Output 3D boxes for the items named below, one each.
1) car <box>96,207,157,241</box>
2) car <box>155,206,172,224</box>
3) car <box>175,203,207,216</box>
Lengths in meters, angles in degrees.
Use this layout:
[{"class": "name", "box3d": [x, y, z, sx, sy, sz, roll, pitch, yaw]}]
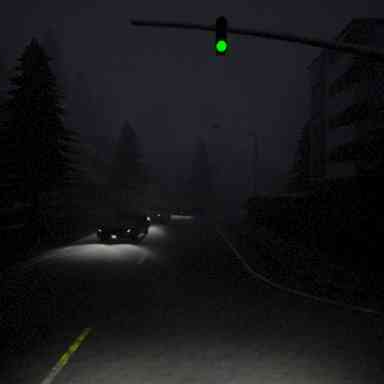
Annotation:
[{"class": "car", "box3d": [-3.522, 1.738, 18.211, 2.033, 1.411, 5.357, 0, -1, 3]}, {"class": "car", "box3d": [-3.011, 1.896, 28.205, 1.895, 1.301, 4.718, 0, -1, 8]}, {"class": "car", "box3d": [0.022, 1.953, 38.747, 2.033, 1.411, 5.357, 0, -1, 27]}]
